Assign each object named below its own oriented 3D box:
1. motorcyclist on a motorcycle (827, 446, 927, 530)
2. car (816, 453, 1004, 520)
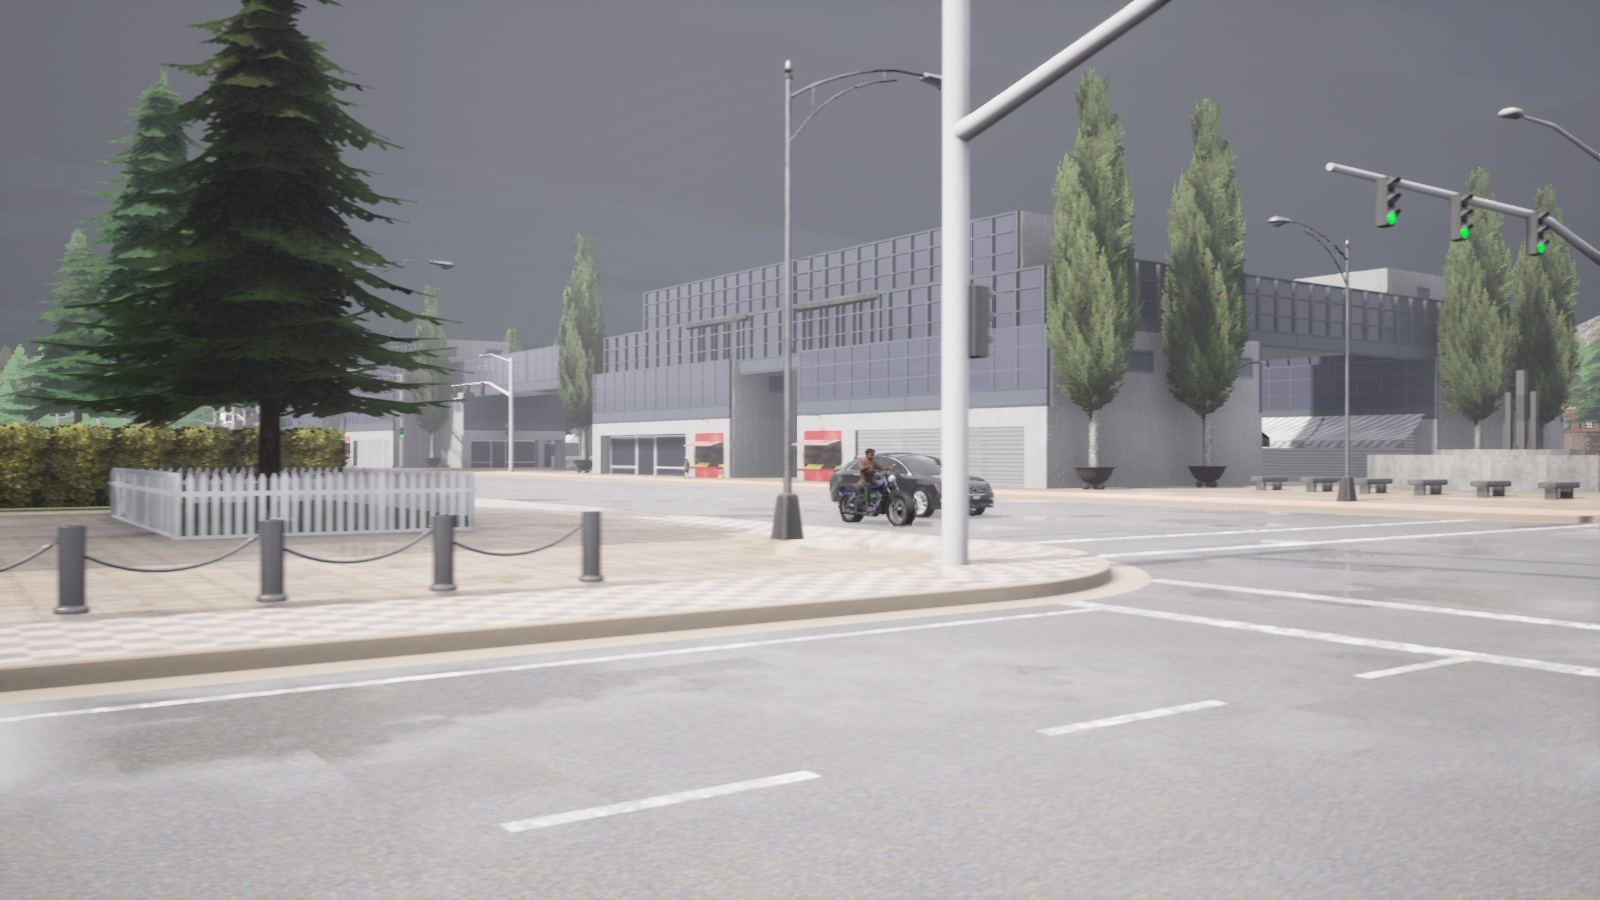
[{"bbox_3d":[1.560,0.755,25.891,0.766,1.649,2.350,0,0,-35],"label":"motorcyclist on a motorcycle"},{"bbox_3d":[2.575,0.819,30.554,1.837,1.490,4.892,0,0,-35],"label":"car"}]
